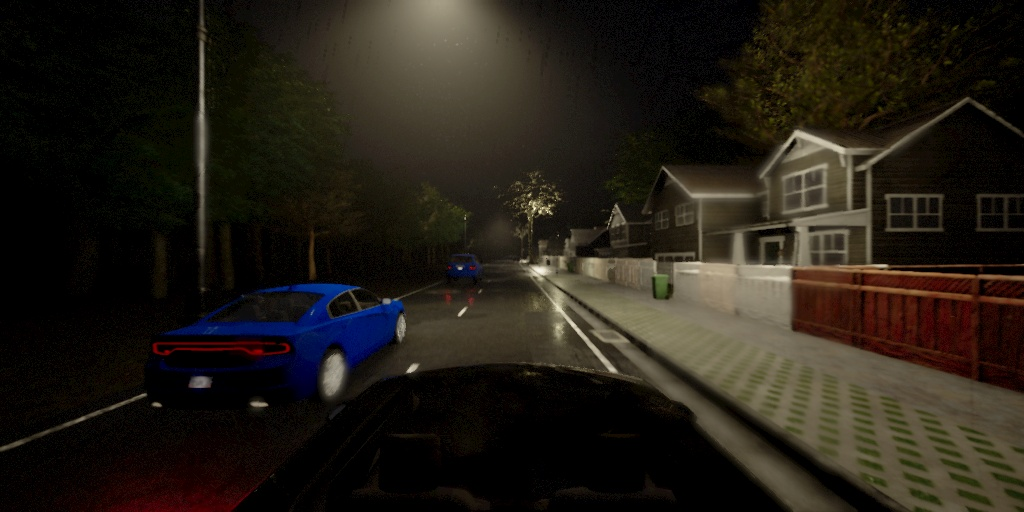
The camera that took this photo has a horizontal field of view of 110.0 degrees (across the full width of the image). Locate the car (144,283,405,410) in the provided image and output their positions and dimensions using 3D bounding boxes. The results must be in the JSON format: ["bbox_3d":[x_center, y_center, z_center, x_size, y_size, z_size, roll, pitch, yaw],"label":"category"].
[{"bbox_3d":[-3.399,1.215,6.385,1.882,1.535,5.008,0,0,0],"label":"car"}]

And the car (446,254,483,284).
[{"bbox_3d":[-3.392,0.900,26.129,2.150,2.045,5.566,0,0,0],"label":"car"}]
